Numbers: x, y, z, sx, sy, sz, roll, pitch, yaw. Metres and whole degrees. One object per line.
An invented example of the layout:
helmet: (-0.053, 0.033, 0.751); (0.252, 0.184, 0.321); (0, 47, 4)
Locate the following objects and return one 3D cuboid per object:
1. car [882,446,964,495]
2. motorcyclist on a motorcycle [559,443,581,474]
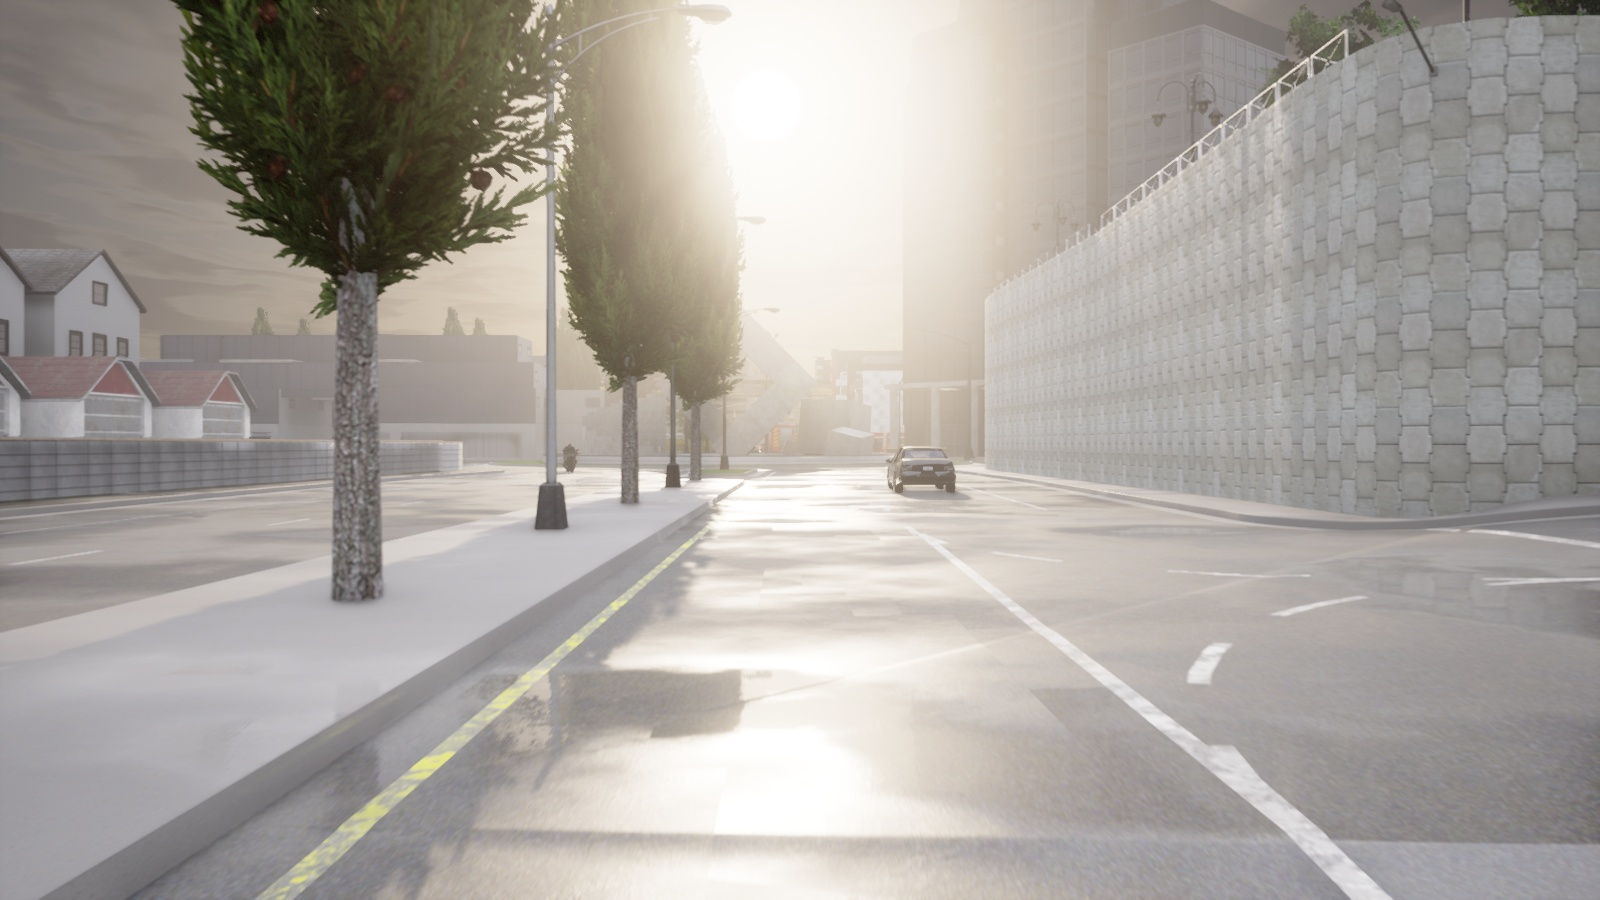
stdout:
car: (3.738, 0.577, 39.066); (2.033, 1.411, 5.357); (0, 0, 0)
motorcyclist on a motorcycle: (-11.631, 0.414, 63.476); (0.866, 1.530, 2.191); (-1, 1, -16)
